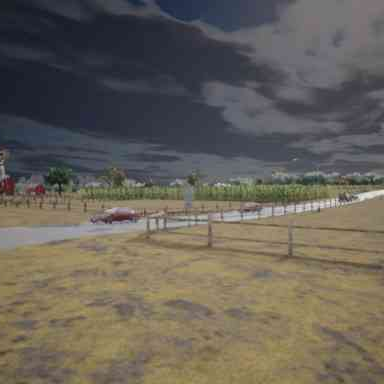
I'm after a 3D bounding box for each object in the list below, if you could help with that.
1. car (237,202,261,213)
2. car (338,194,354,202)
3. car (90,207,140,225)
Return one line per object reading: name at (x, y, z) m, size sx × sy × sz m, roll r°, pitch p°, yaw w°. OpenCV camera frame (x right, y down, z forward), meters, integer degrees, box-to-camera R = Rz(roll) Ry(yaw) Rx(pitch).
car at (8.456, 2.226, 48.994) m, size 1.882 × 1.535 × 5.008 m, roll -1°, pitch -1°, yaw 36°
car at (39.091, 1.412, 85.162) m, size 2.150 × 2.045 × 5.566 m, roll -1°, pitch 0°, yaw 36°
car at (-6.465, 1.980, 28.507) m, size 1.812 × 1.442 × 4.674 m, roll -1°, pitch -2°, yaw 36°
